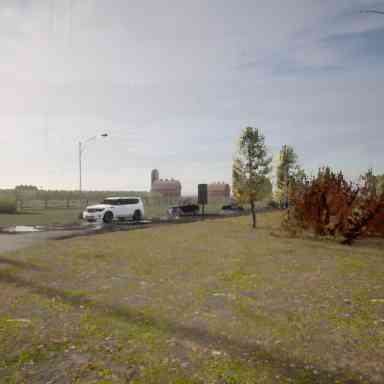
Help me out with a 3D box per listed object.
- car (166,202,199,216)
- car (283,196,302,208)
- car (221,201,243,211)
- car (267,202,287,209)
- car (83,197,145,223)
[{"bbox_3d":[-0.978,1.820,36.928,2.128,1.511,4.902,-1,-1,32],"label":"car"},{"bbox_3d":[18.684,1.783,61.684,2.150,2.045,5.566,-1,-1,31],"label":"car"},{"bbox_3d":[5.798,2.016,47.759,1.994,1.385,4.181,-1,-1,32],"label":"car"},{"bbox_3d":[13.458,1.966,53.157,1.837,1.490,4.892,-1,-1,32],"label":"car"},{"bbox_3d":[-6.442,1.453,28.188,2.150,2.045,5.566,-1,-1,34],"label":"car"}]
